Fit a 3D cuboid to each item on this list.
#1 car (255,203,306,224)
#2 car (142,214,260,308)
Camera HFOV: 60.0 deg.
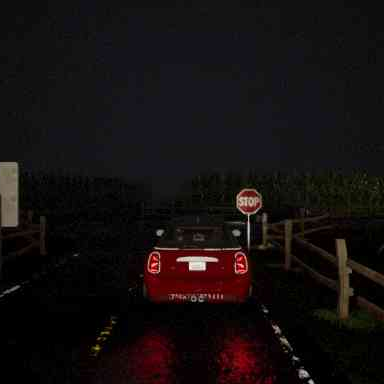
[{"bbox_3d":[5.906,1.500,23.749,4.181,1.385,1.994,0,0,0],"label":"car"},{"bbox_3d":[0.150,1.351,8.096,2.097,1.767,4.553,0,0,1],"label":"car"}]
